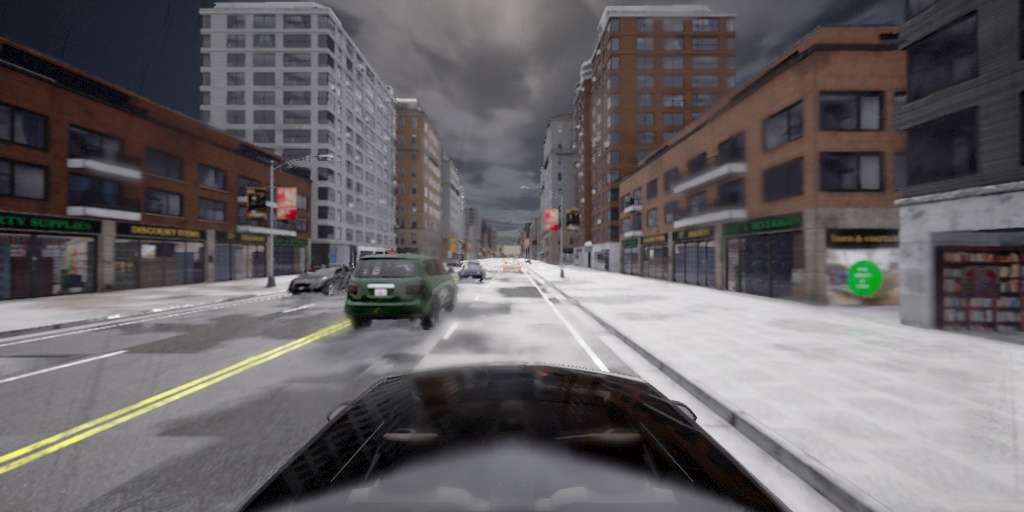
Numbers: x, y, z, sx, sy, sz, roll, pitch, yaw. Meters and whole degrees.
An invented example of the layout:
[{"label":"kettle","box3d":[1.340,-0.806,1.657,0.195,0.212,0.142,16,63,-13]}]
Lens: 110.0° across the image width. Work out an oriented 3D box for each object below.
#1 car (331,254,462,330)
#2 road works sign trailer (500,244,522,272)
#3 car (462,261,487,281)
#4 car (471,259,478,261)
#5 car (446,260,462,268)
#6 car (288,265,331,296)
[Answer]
[{"label":"car","box3d":[-3.155,0.972,11.301,2.150,2.045,5.566,0,0,0]},{"label":"road works sign trailer","box3d":[-0.015,0.224,47.455,2.380,3.560,2.880,0,0,0]},{"label":"car","box3d":[-3.158,1.355,29.465,1.895,1.301,4.718,0,0,0]},{"label":"car","box3d":[-6.554,1.288,61.861,1.812,1.442,4.674,0,0,1]},{"label":"car","box3d":[-9.801,1.364,60.662,1.895,1.301,4.718,0,0,1]},{"label":"car","box3d":[-9.854,1.257,19.214,1.837,1.490,4.892,0,0,0]}]
